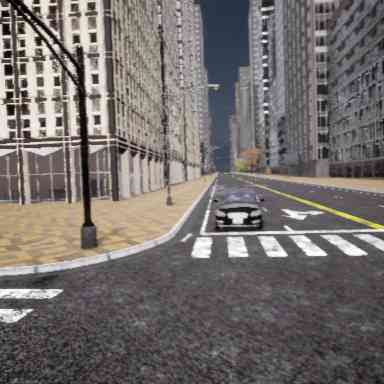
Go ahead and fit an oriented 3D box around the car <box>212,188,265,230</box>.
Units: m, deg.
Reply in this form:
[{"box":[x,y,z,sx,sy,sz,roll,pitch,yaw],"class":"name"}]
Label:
[{"box":[2.003,0.610,14.155,2.128,1.511,4.902,-1,3,9],"class":"car"}]
